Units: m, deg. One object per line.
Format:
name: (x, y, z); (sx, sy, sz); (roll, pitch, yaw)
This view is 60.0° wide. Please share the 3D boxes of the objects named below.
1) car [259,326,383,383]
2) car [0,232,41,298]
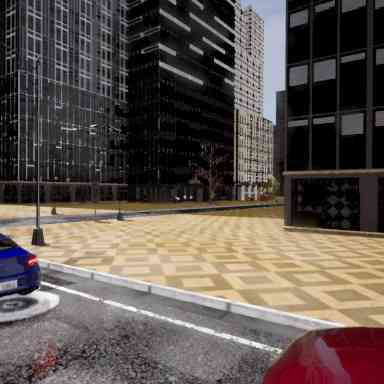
car: (2.419, 1.564, 1.950); (4.181, 1.385, 1.994); (0, 0, 35)
car: (-5.179, 1.523, 7.384); (4.674, 1.442, 1.812); (0, 0, 36)
